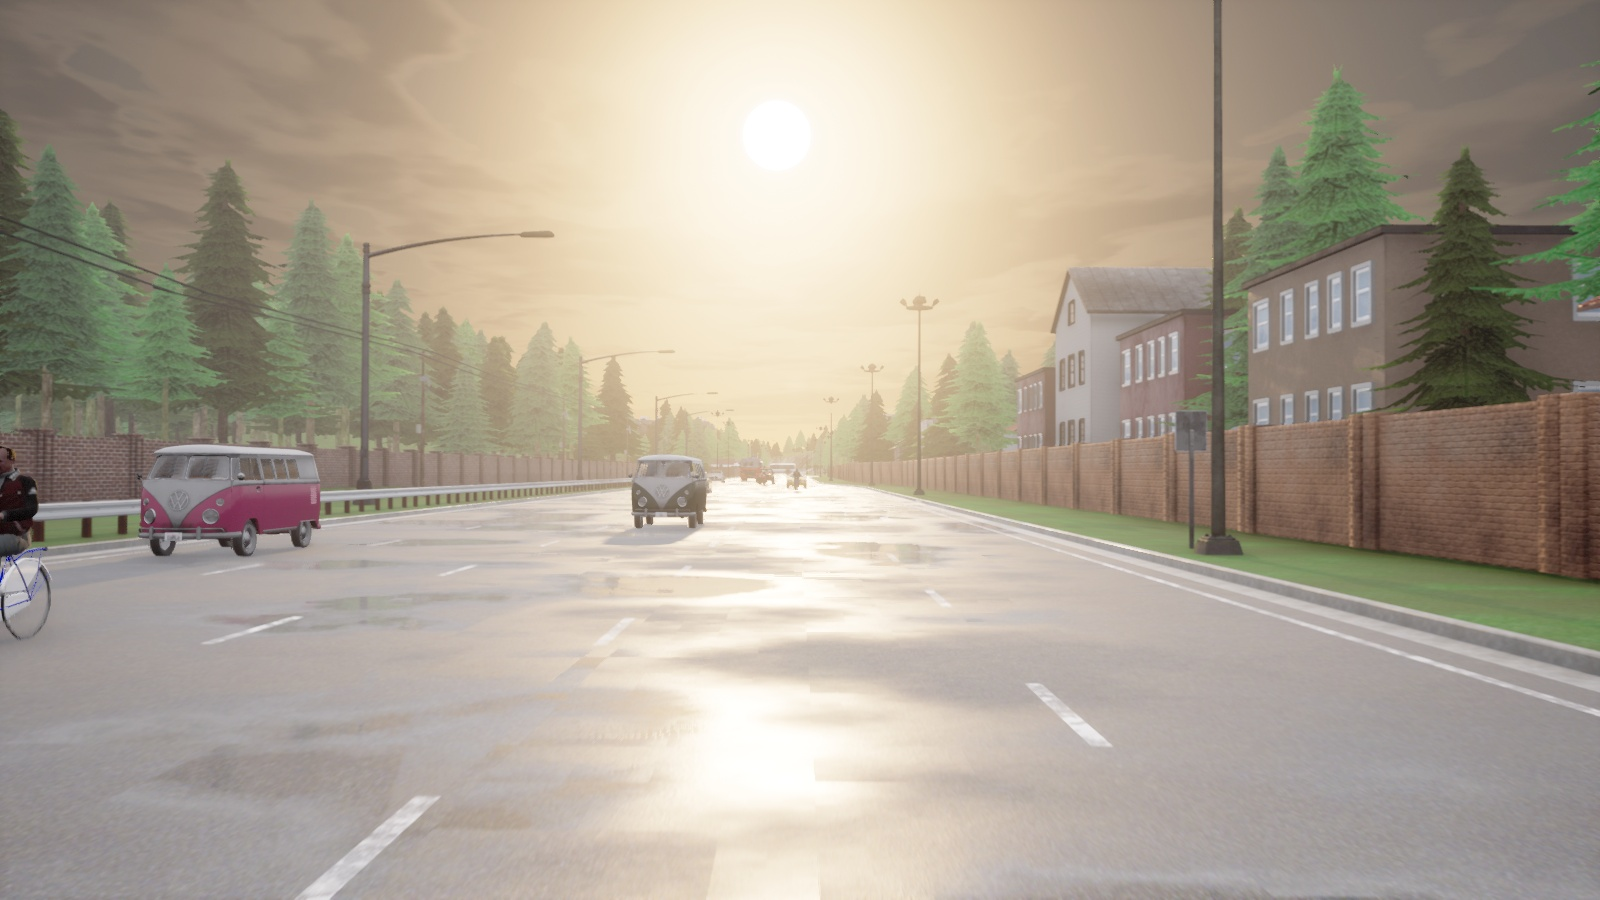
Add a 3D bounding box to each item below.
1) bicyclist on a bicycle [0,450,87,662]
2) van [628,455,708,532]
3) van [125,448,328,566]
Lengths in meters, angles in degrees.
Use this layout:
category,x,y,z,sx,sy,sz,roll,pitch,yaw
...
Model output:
category,x,y,z,sx,sy,sz,roll,pitch,yaw
bicyclist on a bicycle,-7.028,0.895,10.863,0.659,1.776,1.843,0,-1,0
van,-3.587,1.165,34.855,1.775,1.987,4.442,0,-1,0
van,-10.559,1.003,23.513,1.775,1.987,4.442,0,-1,0
